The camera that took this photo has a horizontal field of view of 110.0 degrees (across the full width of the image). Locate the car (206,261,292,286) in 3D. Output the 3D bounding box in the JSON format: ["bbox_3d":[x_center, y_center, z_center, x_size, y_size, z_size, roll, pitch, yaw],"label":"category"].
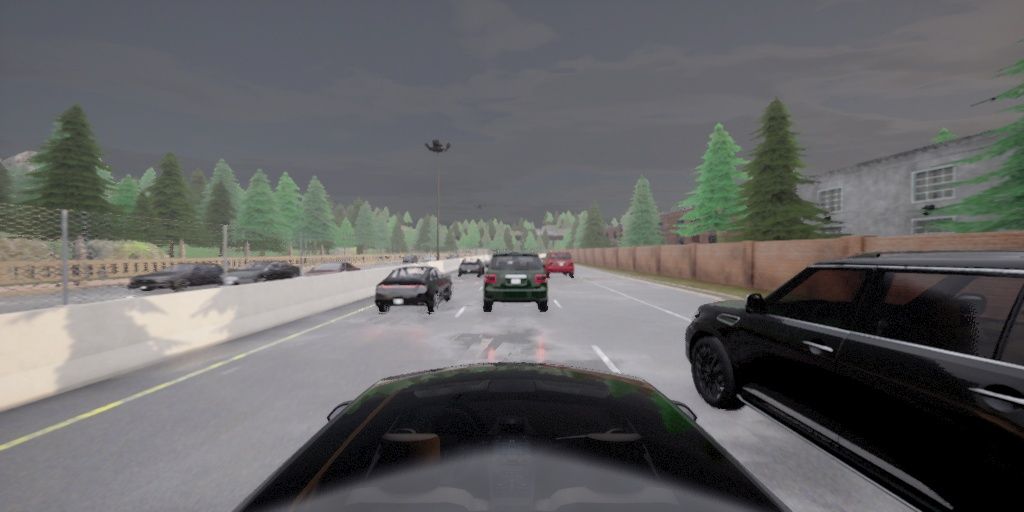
[{"bbox_3d":[-14.061,1.025,20.321,2.128,1.511,4.902,0,1,0],"label":"car"}]

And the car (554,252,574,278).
[{"bbox_3d":[3.659,0.666,29.233,2.150,2.045,5.566,0,1,0],"label":"car"}]

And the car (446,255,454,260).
[{"bbox_3d":[-10.392,0.548,63.162,2.128,1.511,4.902,0,1,1],"label":"car"}]

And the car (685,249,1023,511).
[{"bbox_3d":[3.600,0.962,2.901,2.150,2.045,5.566,0,1,0],"label":"car"}]

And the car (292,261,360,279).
[{"bbox_3d":[-10.559,1.051,21.215,1.812,1.442,4.674,0,1,0],"label":"car"}]

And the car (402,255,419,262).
[{"bbox_3d":[-17.390,0.571,61.737,1.837,1.490,4.892,0,1,1],"label":"car"}]

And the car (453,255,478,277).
[{"bbox_3d":[-3.340,0.921,30.198,2.128,1.511,4.902,0,1,0],"label":"car"}]

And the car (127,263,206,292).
[{"bbox_3d":[-17.563,1.086,19.748,2.033,1.411,5.357,0,1,0],"label":"car"}]

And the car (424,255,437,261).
[{"bbox_3d":[-13.891,0.594,61.821,1.812,1.442,4.674,0,1,1],"label":"car"}]

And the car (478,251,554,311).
[{"bbox_3d":[0.124,0.838,13.757,2.150,2.045,5.566,0,1,0],"label":"car"}]

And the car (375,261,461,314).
[{"bbox_3d":[-3.379,1.112,13.106,2.128,1.511,4.902,0,1,0],"label":"car"}]
